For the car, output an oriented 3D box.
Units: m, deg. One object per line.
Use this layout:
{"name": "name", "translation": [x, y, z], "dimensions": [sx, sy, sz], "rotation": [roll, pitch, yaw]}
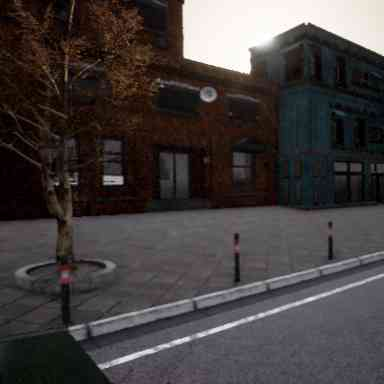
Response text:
{"name": "car", "translation": [-2.687, 1.603, 1.464], "dimensions": [4.718, 1.301, 1.895], "rotation": [0, 0, -35]}
